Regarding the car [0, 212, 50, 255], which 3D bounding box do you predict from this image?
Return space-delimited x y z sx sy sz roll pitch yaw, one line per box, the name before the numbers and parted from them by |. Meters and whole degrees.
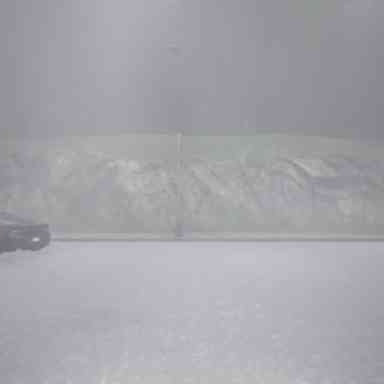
car | -7.661 1.489 12.487 5.008 1.535 1.882 0 -1 24
